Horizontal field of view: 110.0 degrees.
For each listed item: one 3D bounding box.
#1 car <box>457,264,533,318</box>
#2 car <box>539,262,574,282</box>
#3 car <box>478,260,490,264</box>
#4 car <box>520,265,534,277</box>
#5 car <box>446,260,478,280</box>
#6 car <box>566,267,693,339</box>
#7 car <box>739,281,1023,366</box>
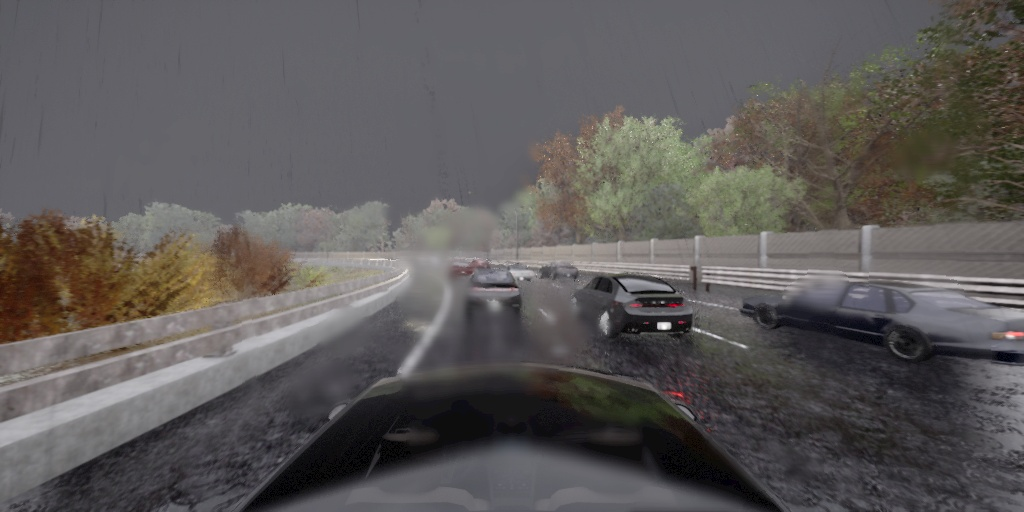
[{"bbox_3d":[-0.752,1.226,13.066,2.128,1.511,4.902,0,0,-6],"label":"car"},{"bbox_3d":[3.561,1.190,28.250,2.128,1.511,4.902,0,0,-14],"label":"car"},{"bbox_3d":[-4.543,1.214,50.369,1.812,1.442,4.674,0,0,-24],"label":"car"},{"bbox_3d":[0.134,1.310,27.732,1.895,1.301,4.718,0,0,-14],"label":"car"},{"bbox_3d":[-4.620,1.195,31.634,1.882,1.535,5.008,0,0,-17],"label":"car"},{"bbox_3d":[3.049,1.233,10.048,1.837,1.490,4.892,0,0,-5],"label":"car"},{"bbox_3d":[7.905,1.264,8.062,2.033,1.411,5.357,0,0,-10],"label":"car"}]
